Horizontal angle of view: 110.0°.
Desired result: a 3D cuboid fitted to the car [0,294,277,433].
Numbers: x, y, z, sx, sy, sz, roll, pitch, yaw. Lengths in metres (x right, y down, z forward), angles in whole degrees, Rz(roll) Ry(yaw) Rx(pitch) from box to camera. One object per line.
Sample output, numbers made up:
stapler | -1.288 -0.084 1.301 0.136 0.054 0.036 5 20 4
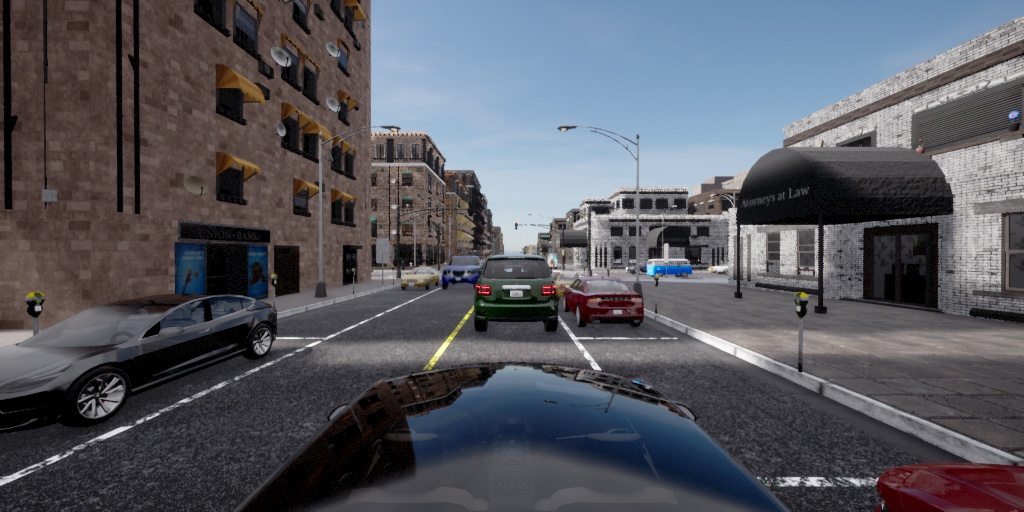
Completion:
car | -5.686 1.315 5.689 1.948 1.339 4.313 0 0 0

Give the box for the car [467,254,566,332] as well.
car | 0.109 0.972 11.042 2.150 2.045 5.566 0 0 0

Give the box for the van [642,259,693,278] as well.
van | 14.697 1.166 33.517 3.998 1.789 1.690 0 0 0

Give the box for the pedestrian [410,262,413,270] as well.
pedestrian | -12.574 1.215 44.671 0.500 1.100 0.500 0 0 0

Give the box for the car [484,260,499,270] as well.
car | -3.026 1.340 53.823 1.994 1.385 4.181 0 0 0

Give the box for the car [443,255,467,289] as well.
car | -3.072 0.978 23.268 2.150 2.045 5.566 0 0 0

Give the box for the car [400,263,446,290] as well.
car | -5.664 1.279 22.608 1.751 1.417 4.829 0 0 0

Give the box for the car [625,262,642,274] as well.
car | 14.975 1.279 39.317 4.902 1.511 2.128 0 0 -2

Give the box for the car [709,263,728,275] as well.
car | 24.817 1.414 39.367 4.718 1.301 1.895 0 0 0

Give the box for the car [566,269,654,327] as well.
car | 2.702 1.295 11.369 1.888 1.381 4.507 0 0 0

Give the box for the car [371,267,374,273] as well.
car | -16.436 1.346 35.912 4.718 1.301 1.895 0 0 0
